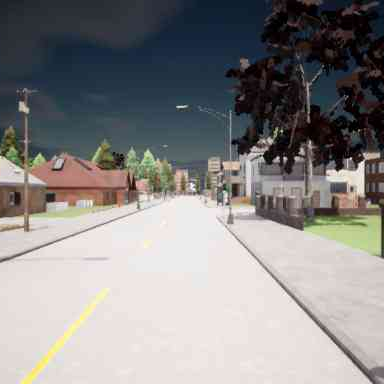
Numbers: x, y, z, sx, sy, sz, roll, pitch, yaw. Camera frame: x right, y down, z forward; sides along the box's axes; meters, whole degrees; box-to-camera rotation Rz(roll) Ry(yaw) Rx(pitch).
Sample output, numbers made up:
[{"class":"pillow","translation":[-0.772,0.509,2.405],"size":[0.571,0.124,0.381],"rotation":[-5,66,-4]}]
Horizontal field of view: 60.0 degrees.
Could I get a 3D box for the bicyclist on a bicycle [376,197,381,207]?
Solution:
[{"class":"bicyclist on a bicycle","translation":[18.639,1.324,32.814],"size":[0.582,1.620,1.656],"rotation":[0,0,0]}]
